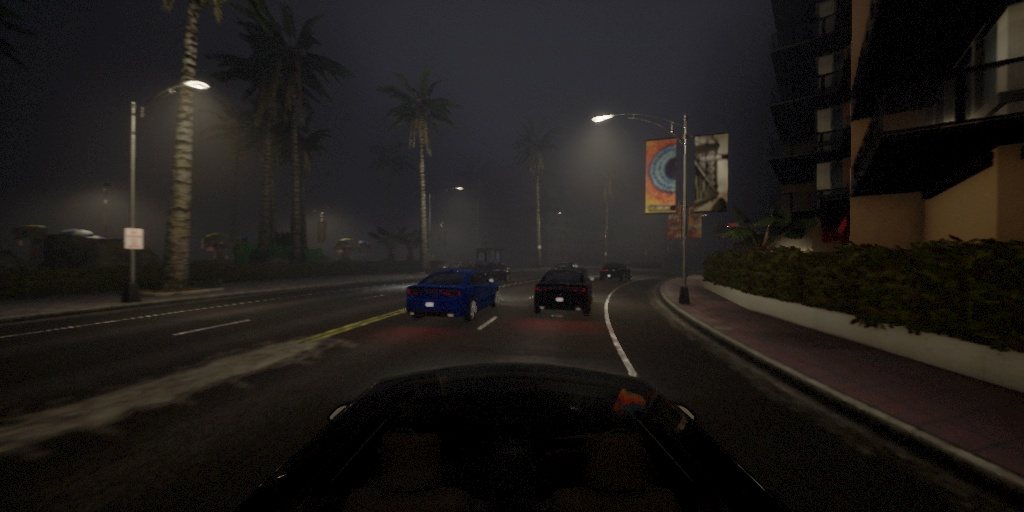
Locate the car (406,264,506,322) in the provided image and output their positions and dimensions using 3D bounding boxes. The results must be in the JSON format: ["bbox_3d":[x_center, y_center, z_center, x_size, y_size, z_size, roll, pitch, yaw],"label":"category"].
[{"bbox_3d":[-1.792,1.193,12.378,1.882,1.535,5.008,0,0,12],"label":"car"}]

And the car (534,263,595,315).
[{"bbox_3d":[2.089,1.229,13.783,1.882,1.535,5.008,0,0,14],"label":"car"}]

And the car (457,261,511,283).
[{"bbox_3d":[-1.626,1.202,25.209,1.837,1.490,4.892,0,0,23],"label":"car"}]

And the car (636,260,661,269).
[{"bbox_3d":[23.131,1.432,59.695,2.033,1.411,5.357,1,0,42],"label":"car"}]

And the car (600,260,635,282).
[{"bbox_3d":[8.742,1.296,30.138,1.837,1.490,4.892,0,0,29],"label":"car"}]

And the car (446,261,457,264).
[{"bbox_3d":[-4.312,1.159,27.793,2.128,1.511,4.902,0,0,24],"label":"car"}]
